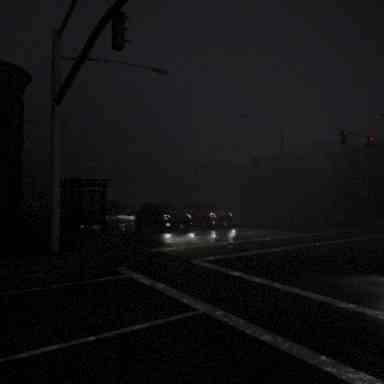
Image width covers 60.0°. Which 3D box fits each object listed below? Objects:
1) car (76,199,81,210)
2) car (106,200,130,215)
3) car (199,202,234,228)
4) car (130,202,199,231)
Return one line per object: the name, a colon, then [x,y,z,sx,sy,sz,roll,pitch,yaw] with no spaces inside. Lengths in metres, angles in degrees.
car: [-11.427,1.493,35.082,2.097,1.767,4.553,1,-1,-35]
car: [-7.898,1.677,36.147,2.128,1.511,4.902,1,0,-35]
car: [0.909,1.538,23.707,2.097,1.767,4.553,1,-1,-35]
car: [-1.902,1.493,21.620,2.097,1.767,4.553,1,-1,-35]
